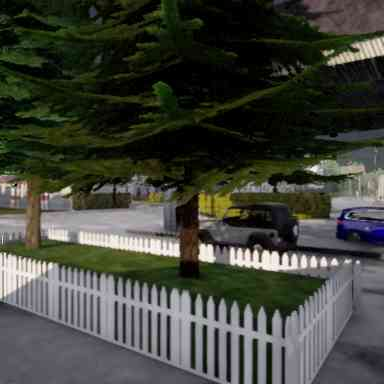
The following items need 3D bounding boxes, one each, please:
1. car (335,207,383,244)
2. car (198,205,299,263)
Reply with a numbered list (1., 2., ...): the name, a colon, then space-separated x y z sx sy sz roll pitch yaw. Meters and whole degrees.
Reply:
1. car: 8.562 1.479 14.020 4.611 1.667 2.242 0 0 35
2. car: 1.765 1.308 11.859 3.866 1.878 1.905 0 0 35
